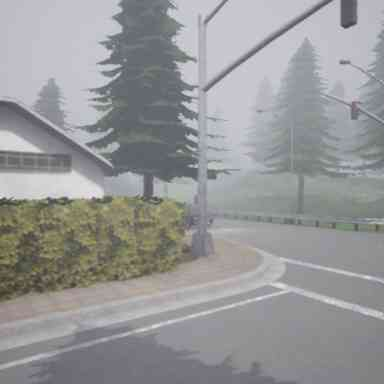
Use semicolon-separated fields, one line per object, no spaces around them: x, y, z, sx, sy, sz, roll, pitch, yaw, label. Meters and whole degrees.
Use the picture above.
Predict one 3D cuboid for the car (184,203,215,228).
-0.463;1.505;22.314;1.837;1.490;4.892;0;0;-36;car
